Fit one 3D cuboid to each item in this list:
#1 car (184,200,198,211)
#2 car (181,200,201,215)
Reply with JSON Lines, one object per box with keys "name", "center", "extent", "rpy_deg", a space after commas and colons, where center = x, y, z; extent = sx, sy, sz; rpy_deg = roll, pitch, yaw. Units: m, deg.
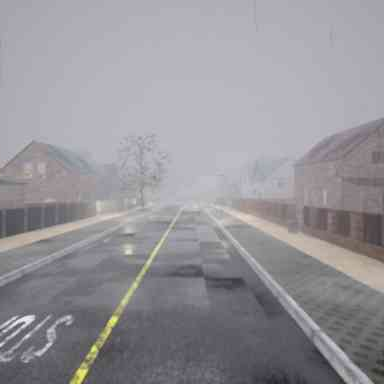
{"name": "car", "center": [-0.176, 1.877, 47.897], "extent": [1.994, 1.385, 4.181], "rpy_deg": [0, -1, -1]}
{"name": "car", "center": [-0.114, 1.738, 37.218], "extent": [1.812, 1.442, 4.674], "rpy_deg": [0, -1, 0]}
